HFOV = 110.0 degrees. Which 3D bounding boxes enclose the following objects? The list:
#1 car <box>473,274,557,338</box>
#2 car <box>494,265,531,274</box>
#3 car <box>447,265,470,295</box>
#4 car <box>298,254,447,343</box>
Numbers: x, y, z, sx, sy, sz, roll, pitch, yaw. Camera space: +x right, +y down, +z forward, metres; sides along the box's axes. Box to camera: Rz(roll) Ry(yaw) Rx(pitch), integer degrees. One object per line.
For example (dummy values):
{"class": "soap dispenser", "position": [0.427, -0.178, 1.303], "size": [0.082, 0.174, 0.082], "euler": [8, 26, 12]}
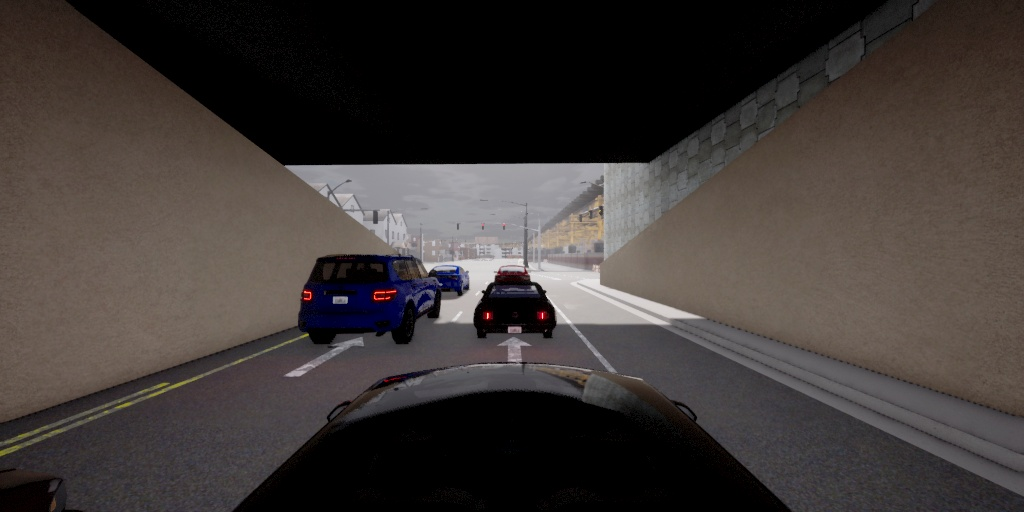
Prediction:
{"class": "car", "position": [0.061, 1.351, 10.163], "size": [1.895, 1.301, 4.718], "euler": [0, 0, 0]}
{"class": "car", "position": [0.021, 1.228, 19.500], "size": [1.882, 1.535, 5.008], "euler": [0, 0, 0]}
{"class": "car", "position": [-3.480, 1.228, 19.752], "size": [1.882, 1.535, 5.008], "euler": [0, 0, 0]}
{"class": "car", "position": [-3.435, 0.971, 9.815], "size": [2.150, 2.045, 5.566], "euler": [0, 0, 0]}
